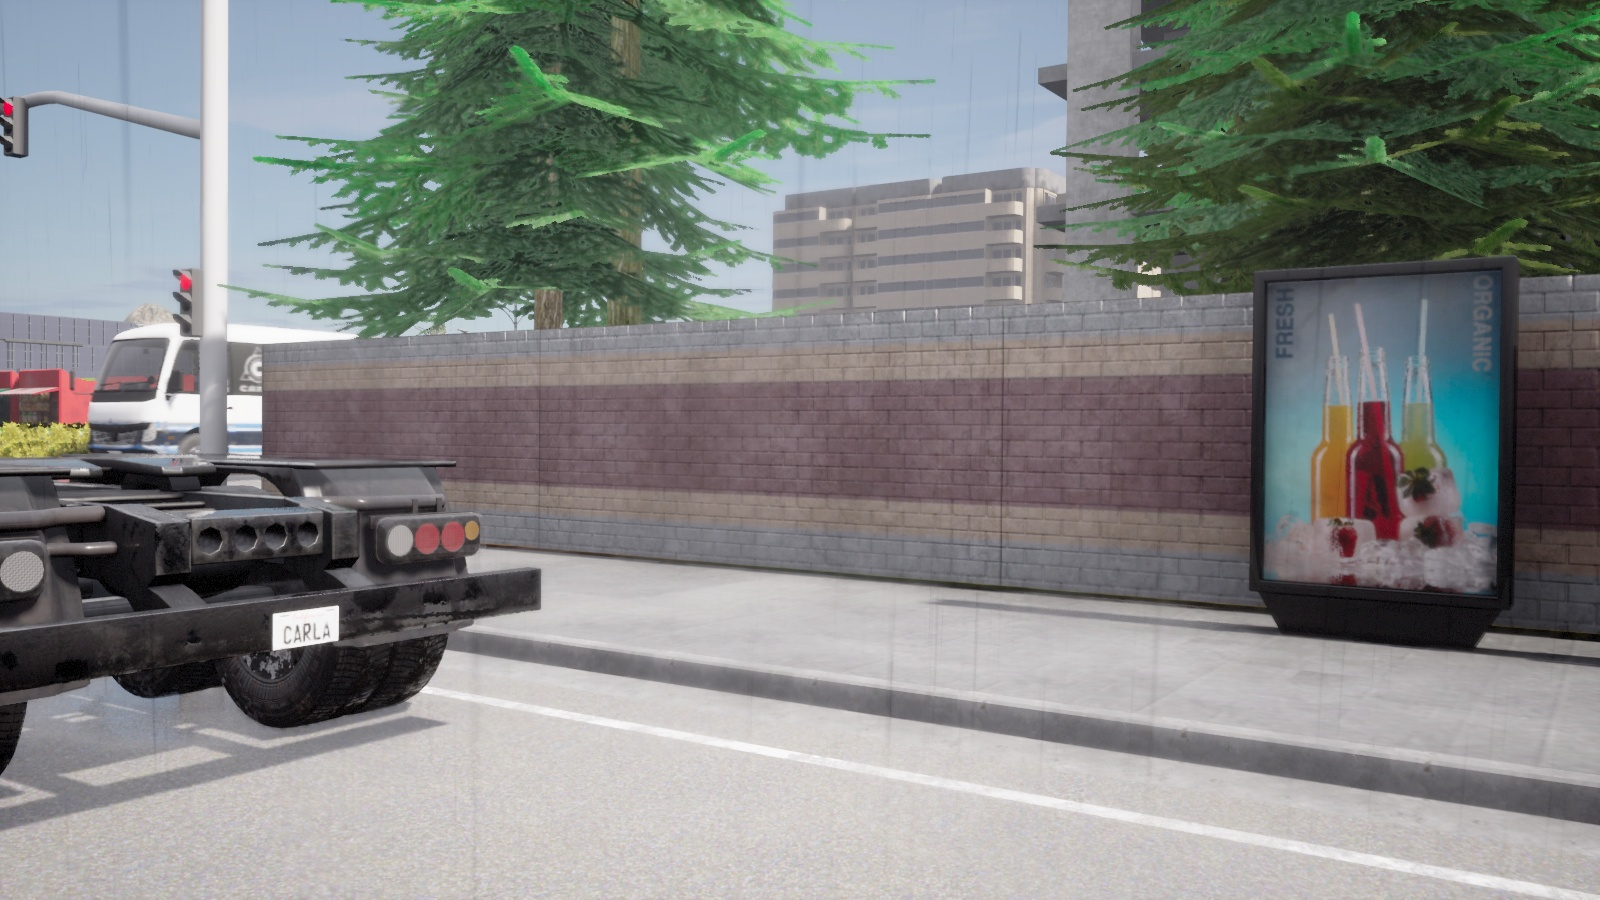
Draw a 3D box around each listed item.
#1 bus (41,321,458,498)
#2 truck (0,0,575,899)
[{"bbox_3d":[-15.056,-1.050,35.572,3.944,4.253,10.273,0,1,33],"label":"bus"},{"bbox_3d":[-5.216,-0.300,7.067,7.936,3.462,2.891,0,1,34],"label":"truck"}]
